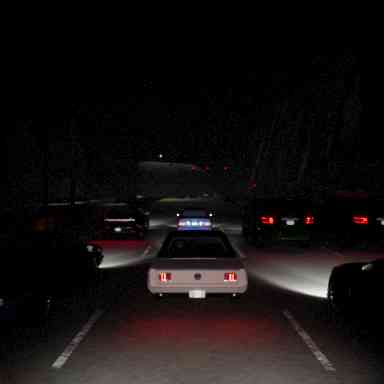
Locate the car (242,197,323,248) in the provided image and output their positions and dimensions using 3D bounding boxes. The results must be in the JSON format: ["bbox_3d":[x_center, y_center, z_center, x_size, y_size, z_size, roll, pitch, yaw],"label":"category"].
[{"bbox_3d":[3.616,1.221,14.869,2.150,2.045,5.566,0,0,0],"label":"car"}]

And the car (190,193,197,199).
[{"bbox_3d":[0.394,1.242,93.579,1.994,1.385,4.181,0,1,1],"label":"car"}]

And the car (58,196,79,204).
[{"bbox_3d":[-24.379,1.436,64.684,1.882,1.535,5.008,0,0,0],"label":"car"}]

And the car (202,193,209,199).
[{"bbox_3d":[3.890,1.217,93.169,2.128,1.511,4.902,0,1,1],"label":"car"}]

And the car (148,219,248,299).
[{"bbox_3d":[0.111,1.601,8.384,1.895,1.301,4.718,0,0,0],"label":"car"}]

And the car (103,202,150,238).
[{"bbox_3d":[-3.372,1.491,17.529,2.128,1.511,4.902,0,0,0],"label":"car"}]

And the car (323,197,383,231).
[{"bbox_3d":[7.115,1.221,14.902,2.150,2.045,5.566,0,0,0],"label":"car"}]

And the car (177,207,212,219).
[{"bbox_3d":[0.128,1.547,18.219,2.033,1.411,5.357,0,0,0],"label":"car"}]

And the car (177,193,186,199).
[{"bbox_3d":[-3.110,1.170,93.230,1.882,1.535,5.008,0,1,1],"label":"car"}]

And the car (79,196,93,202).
[{"bbox_3d":[-24.291,1.511,74.366,1.895,1.301,4.718,0,0,1],"label":"car"}]

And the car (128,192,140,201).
[{"bbox_3d":[-13.787,1.137,74.707,2.150,2.045,5.566,0,0,1],"label":"car"}]

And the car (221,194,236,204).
[{"bbox_3d":[7.223,1.514,63.509,2.033,1.411,5.357,0,0,0],"label":"car"}]

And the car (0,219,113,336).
[{"bbox_3d":[-3.391,1.547,6.953,2.033,1.411,5.357,0,0,0],"label":"car"}]

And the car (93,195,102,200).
[{"bbox_3d":[-24.194,1.370,84.438,1.994,1.385,4.181,0,1,1],"label":"car"}]

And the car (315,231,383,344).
[{"bbox_3d":[3.605,1.564,4.815,1.994,1.385,4.181,0,0,0],"label":"car"}]

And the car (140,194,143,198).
[{"bbox_3d":[-13.690,1.335,84.887,1.812,1.442,4.674,0,1,1],"label":"car"}]

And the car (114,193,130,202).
[{"bbox_3d":[-13.880,1.463,64.614,1.837,1.490,4.892,0,0,0],"label":"car"}]
